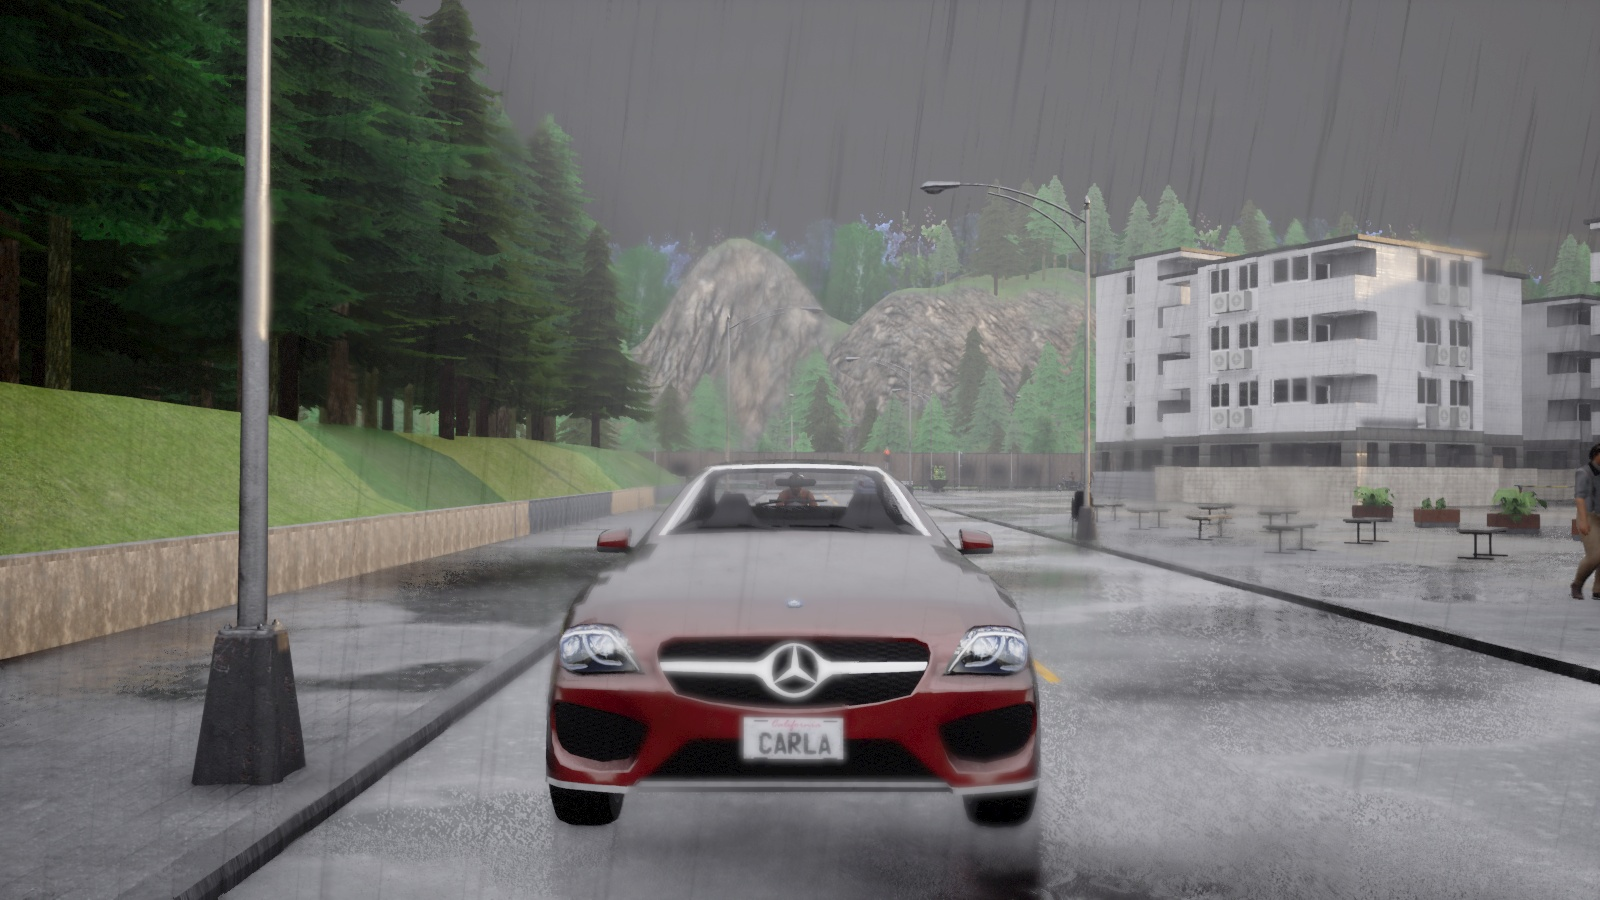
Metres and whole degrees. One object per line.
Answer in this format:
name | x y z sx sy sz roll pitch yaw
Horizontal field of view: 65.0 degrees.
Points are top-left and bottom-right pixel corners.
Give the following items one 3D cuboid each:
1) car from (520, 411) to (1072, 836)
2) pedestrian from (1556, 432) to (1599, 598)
car | -0.022 0.718 7.419 2.152 1.651 5.027 0 -1 0
pedestrian | 9.123 0.728 14.307 0.540 1.848 0.694 0 -1 -6
